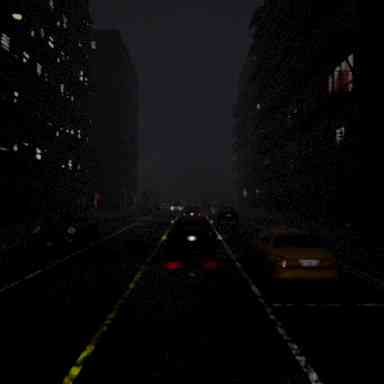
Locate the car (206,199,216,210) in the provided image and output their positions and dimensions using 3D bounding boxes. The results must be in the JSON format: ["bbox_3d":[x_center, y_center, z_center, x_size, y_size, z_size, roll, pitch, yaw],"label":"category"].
[{"bbox_3d":[2.840,1.895,37.822,1.752,1.417,4.829,1,-1,0],"label":"car"}]

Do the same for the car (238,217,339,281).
[{"bbox_3d":[2.710,1.623,9.983,1.752,1.417,4.829,1,-1,0],"label":"car"}]

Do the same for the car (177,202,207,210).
[{"bbox_3d":[0.002,1.831,29.006,2.033,1.411,5.357,0,-1,0],"label":"car"}]

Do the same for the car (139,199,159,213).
[{"bbox_3d":[-5.807,1.974,43.253,2.008,1.369,4.403,1,-1,0],"label":"car"}]

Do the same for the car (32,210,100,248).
[{"bbox_3d":[-5.697,1.591,15.415,1.967,1.590,4.097,1,-1,0],"label":"car"}]

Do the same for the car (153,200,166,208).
[{"bbox_3d":[-5.807,2.170,59.957,1.802,1.307,4.206,1,-1,0],"label":"car"}]

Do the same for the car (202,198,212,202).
[{"bbox_3d":[2.840,2.029,48.788,2.008,1.369,4.403,1,-1,0],"label":"car"}]

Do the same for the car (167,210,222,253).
[{"bbox_3d":[0.003,1.704,14.284,1.994,1.385,4.181,0,-1,0],"label":"car"}]

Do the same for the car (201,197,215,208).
[{"bbox_3d":[2.844,1.903,59.925,2.192,1.841,5.009,1,-1,0],"label":"car"}]

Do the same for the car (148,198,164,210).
[{"bbox_3d":[-5.804,1.793,48.823,2.192,1.841,5.009,1,-1,0],"label":"car"}]

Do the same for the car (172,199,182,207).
[{"bbox_3d":[-3.000,2.130,66.278,1.882,1.535,5.008,0,-1,0],"label":"car"}]

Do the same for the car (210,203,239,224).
[{"bbox_3d":[2.773,1.831,27.158,1.947,1.339,4.313,1,-1,0],"label":"car"}]
